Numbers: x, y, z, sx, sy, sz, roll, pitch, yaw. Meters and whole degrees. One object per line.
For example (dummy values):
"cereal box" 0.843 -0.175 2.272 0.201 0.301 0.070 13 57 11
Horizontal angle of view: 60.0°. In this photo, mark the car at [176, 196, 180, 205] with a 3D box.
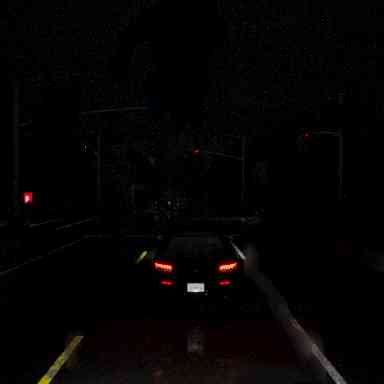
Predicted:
"car" -3.528 1.222 53.748 2.150 2.045 5.566 0 0 0

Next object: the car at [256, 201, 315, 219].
"car" 7.845 1.472 28.101 4.902 1.511 2.128 0 0 -5

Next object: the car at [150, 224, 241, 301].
"car" 0.082 1.526 8.183 1.812 1.442 4.674 0 0 0

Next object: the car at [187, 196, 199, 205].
"car" 0.169 1.491 58.855 2.128 1.511 4.902 0 0 0

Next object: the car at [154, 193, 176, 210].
"car" -3.546 1.352 42.395 2.097 1.767 4.553 0 0 0

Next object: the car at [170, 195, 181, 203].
"car" -3.419 1.492 69.212 2.128 1.511 4.902 0 0 0
